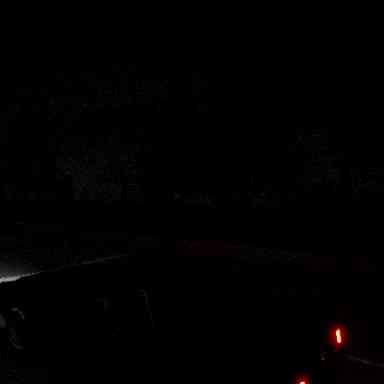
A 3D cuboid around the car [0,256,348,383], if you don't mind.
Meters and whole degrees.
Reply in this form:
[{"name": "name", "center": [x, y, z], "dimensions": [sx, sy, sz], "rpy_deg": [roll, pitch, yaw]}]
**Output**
[{"name": "car", "center": [-0.649, 1.569, 4.431], "dimensions": [4.718, 1.301, 1.895], "rpy_deg": [1, 0, 36]}]
